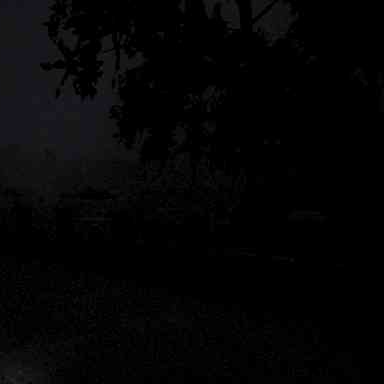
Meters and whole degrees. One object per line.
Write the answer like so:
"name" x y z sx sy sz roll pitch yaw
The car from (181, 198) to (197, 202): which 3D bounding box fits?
"car" -1.466 1.532 59.274 4.674 1.442 1.812 0 0 3
